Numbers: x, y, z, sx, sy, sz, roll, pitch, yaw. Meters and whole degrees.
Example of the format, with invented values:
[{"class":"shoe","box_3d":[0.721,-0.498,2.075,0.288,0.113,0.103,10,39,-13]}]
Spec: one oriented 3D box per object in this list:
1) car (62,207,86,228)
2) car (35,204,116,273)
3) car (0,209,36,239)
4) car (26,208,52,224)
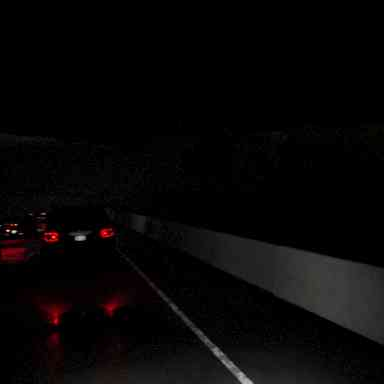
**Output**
[{"class":"car","box_3d":[-10.869,2.247,30.552,1.882,1.535,5.008,-2,-1,-20]},{"class":"car","box_3d":[-4.133,1.491,12.093,2.150,2.045,5.566,-2,-1,-20]},{"class":"car","box_3d":[-11.624,2.212,22.428,1.837,1.490,4.892,-2,-1,-20]},{"class":"car","box_3d":[-17.056,2.601,37.292,2.128,1.511,4.902,-2,-1,-20]}]
